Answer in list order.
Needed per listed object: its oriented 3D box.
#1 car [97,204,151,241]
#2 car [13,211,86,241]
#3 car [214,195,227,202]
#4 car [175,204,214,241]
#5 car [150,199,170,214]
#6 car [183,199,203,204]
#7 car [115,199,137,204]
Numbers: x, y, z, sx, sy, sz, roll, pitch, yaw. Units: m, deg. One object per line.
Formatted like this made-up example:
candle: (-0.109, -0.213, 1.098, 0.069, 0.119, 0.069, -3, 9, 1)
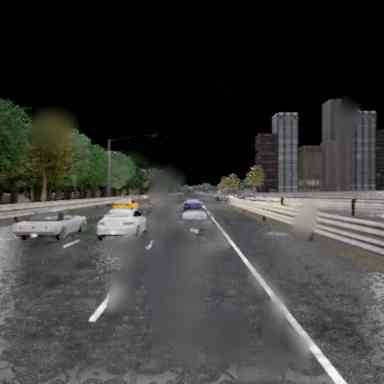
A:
car: (-3.397, 1.525, 16.691, 1.812, 1.442, 4.674, 0, 0, 0)
car: (-6.896, 1.601, 16.755, 1.895, 1.301, 4.718, 0, 0, 0)
car: (6.193, 1.469, 73.233, 2.033, 1.411, 5.357, 0, 0, -8)
car: (0.118, 1.525, 16.664, 1.812, 1.442, 4.674, 0, 0, 0)
car: (-3.395, 1.502, 34.537, 1.812, 1.442, 4.674, 0, 0, 0)
car: (0.106, 1.453, 34.871, 1.882, 1.535, 5.008, 0, 0, 0)
car: (-6.895, 1.453, 34.843, 1.882, 1.535, 5.008, 0, 0, 0)
